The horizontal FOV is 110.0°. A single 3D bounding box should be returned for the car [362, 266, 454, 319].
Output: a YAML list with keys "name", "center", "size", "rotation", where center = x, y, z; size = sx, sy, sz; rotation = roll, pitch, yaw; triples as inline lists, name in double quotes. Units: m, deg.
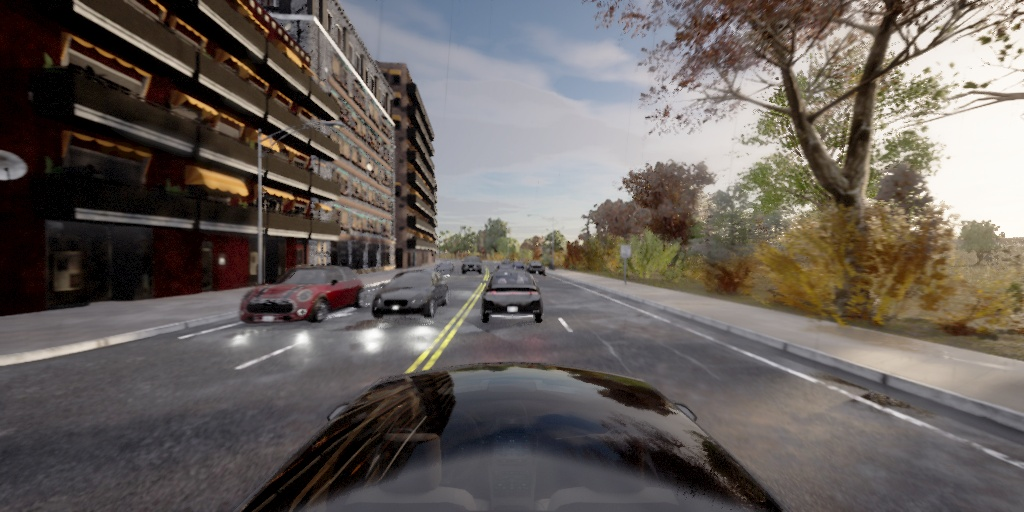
- name: "car"
  center: [-3.483, 1.286, 13.033]
  size: [1.837, 1.490, 4.892]
  rotation: [0, 0, -1]

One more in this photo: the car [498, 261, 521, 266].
- name: "car"
  center: [-0.559, 1.382, 30.374]
  size: [1.994, 1.385, 4.181]
  rotation: [0, 0, -2]

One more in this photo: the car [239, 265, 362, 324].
- name: "car"
  center: [-6.727, 1.133, 12.095]
  size: [2.097, 1.767, 4.553]
  rotation: [0, 0, -1]

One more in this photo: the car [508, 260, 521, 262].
- name: "car"
  center: [0.856, 1.436, 59.206]
  size: [1.994, 1.385, 4.181]
  rotation: [0, 0, -5]

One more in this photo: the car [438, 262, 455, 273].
- name: "car"
  center: [-7.847, 1.399, 42.560]
  size: [2.033, 1.411, 5.357]
  rotation: [0, 0, -3]

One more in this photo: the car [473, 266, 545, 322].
- name: "car"
  center: [-0.022, 1.268, 12.357]
  size: [2.128, 1.511, 4.902]
  rotation: [0, 0, -1]

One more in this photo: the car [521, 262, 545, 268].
- name: "car"
  center: [2.345, 1.337, 37.622]
  size: [1.837, 1.490, 4.892]
  rotation: [0, 0, -3]

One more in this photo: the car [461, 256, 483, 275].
- name: "car"
  center: [-4.499, 1.067, 40.751]
  size: [2.150, 2.045, 5.566]
  rotation: [0, 0, -3]
